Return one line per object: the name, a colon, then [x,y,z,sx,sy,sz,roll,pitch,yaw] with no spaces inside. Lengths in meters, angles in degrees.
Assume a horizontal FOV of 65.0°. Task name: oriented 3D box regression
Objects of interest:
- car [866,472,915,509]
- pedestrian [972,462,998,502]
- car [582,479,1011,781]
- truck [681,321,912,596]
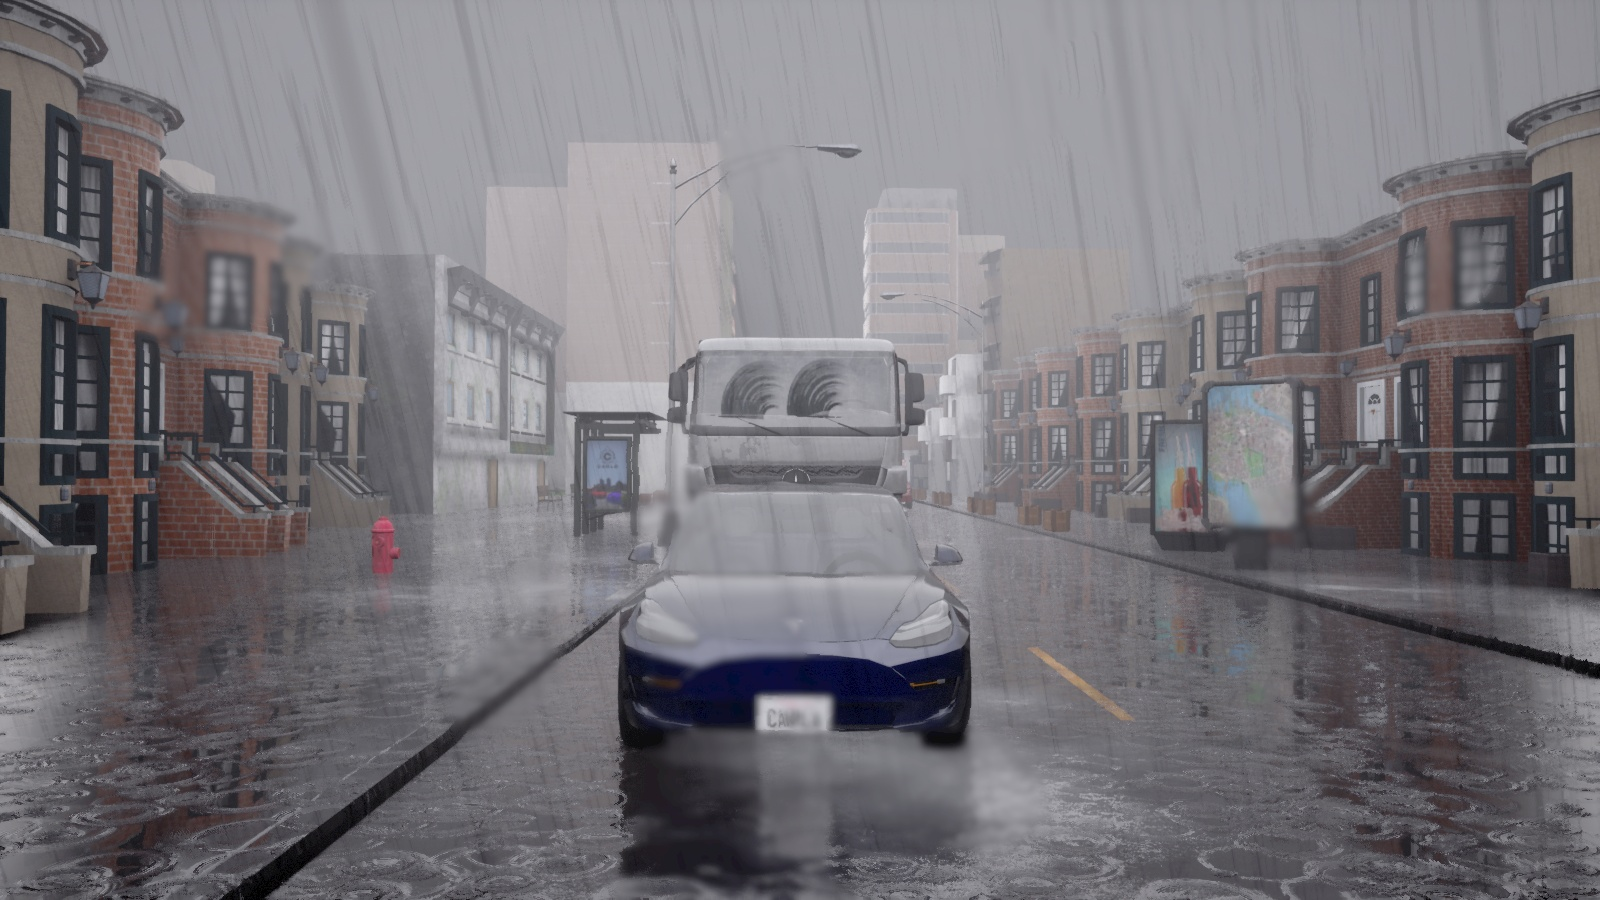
car: [3.854,1.716,53.892,1.845,1.501,3.633,0,-1,0]
pedestrian: [8.653,1.473,58.727,0.874,1.855,0.900,0,-1,-18]
car: [-0.024,0.961,8.751,2.163,1.488,4.792,0,-1,0]
truck: [-0.057,0.165,19.823,2.891,3.462,7.936,0,-1,0]
